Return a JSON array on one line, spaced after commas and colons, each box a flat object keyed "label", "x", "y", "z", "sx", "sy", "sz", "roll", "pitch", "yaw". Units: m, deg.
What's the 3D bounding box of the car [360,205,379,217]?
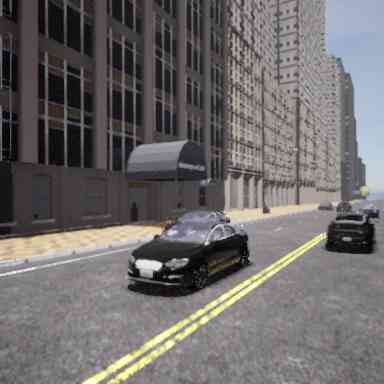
[{"label": "car", "x": 19.647, "y": 2.103, "z": 36.881, "sx": 1.895, "sy": 1.301, "sz": 4.718, "roll": 0, "pitch": -1, "yaw": 30}]

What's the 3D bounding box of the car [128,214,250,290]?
[{"label": "car", "x": 0.168, "y": 1.619, "z": 9.701, "sx": 2.128, "sy": 1.511, "sz": 4.902, "roll": 0, "pitch": -1, "yaw": 30}]

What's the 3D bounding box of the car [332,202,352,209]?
[{"label": "car", "x": 21.615, "y": 2.158, "z": 47.275, "sx": 1.837, "sy": 1.490, "sz": 4.892, "roll": 0, "pitch": -1, "yaw": 30}]

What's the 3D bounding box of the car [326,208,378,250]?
[{"label": "car", "x": 7.492, "y": 1.709, "z": 15.577, "sx": 1.837, "sy": 1.490, "sz": 4.892, "roll": 0, "pitch": -2, "yaw": 30}]

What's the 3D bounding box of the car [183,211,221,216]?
[{"label": "car", "x": 0.399, "y": 1.712, "z": 16.666, "sx": 2.128, "sy": 1.511, "sz": 4.902, "roll": 0, "pitch": -1, "yaw": 30}]

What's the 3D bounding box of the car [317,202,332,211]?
[{"label": "car", "x": 21.706, "y": 2.299, "z": 53.954, "sx": 2.033, "sy": 1.411, "sz": 5.357, "roll": 0, "pitch": -1, "yaw": 30}]
